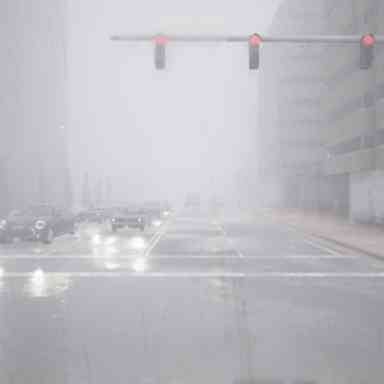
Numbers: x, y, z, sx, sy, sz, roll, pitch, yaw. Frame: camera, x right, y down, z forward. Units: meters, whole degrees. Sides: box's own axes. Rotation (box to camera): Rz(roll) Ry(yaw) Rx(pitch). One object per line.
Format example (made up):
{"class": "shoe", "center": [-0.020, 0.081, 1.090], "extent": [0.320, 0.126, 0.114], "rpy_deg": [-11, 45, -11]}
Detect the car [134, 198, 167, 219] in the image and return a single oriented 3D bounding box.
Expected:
{"class": "car", "center": [-3.573, 1.479, 29.618], "extent": [1.882, 1.535, 5.008], "rpy_deg": [0, 0, 0]}

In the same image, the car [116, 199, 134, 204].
{"class": "car", "center": [-7.083, 1.480, 34.190], "extent": [1.882, 1.535, 5.008], "rpy_deg": [0, 0, 0]}

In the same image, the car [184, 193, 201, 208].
{"class": "car", "center": [0.098, 1.224, 47.365], "extent": [2.150, 2.045, 5.566], "rpy_deg": [0, 0, 0]}

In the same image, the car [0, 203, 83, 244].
{"class": "car", "center": [-7.089, 1.353, 15.701], "extent": [2.097, 1.767, 4.553], "rpy_deg": [0, 0, 0]}

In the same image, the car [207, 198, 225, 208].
{"class": "car", "center": [3.597, 1.604, 48.251], "extent": [1.895, 1.301, 4.718], "rpy_deg": [0, 0, 0]}

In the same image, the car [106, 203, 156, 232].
{"class": "car", "center": [-3.578, 1.602, 20.370], "extent": [1.895, 1.301, 4.718], "rpy_deg": [0, 0, 0]}

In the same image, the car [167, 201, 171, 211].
{"class": "car", "center": [-3.557, 1.566, 39.523], "extent": [1.994, 1.385, 4.181], "rpy_deg": [0, 0, 1]}

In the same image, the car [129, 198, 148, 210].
{"class": "car", "center": [-7.021, 1.528, 44.168], "extent": [1.812, 1.442, 4.674], "rpy_deg": [0, 0, 0]}

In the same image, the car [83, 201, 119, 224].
{"class": "car", "center": [-7.089, 1.602, 24.692], "extent": [1.895, 1.301, 4.718], "rpy_deg": [0, 0, 0]}
